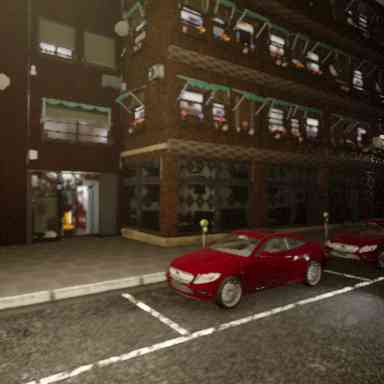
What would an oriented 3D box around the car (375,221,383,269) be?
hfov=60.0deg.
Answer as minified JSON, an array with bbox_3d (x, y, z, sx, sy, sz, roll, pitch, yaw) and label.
[{"bbox_3d":[6.672,1.481,8.060,4.892,1.490,1.837,0,0,-35],"label":"car"}]

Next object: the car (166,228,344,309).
[{"bbox_3d":[1.422,1.537,7.669,4.206,1.307,1.802,0,1,-35],"label":"car"}]

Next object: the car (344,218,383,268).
[{"bbox_3d":[6.094,1.538,10.872,4.206,1.307,1.802,0,1,-35],"label":"car"}]
